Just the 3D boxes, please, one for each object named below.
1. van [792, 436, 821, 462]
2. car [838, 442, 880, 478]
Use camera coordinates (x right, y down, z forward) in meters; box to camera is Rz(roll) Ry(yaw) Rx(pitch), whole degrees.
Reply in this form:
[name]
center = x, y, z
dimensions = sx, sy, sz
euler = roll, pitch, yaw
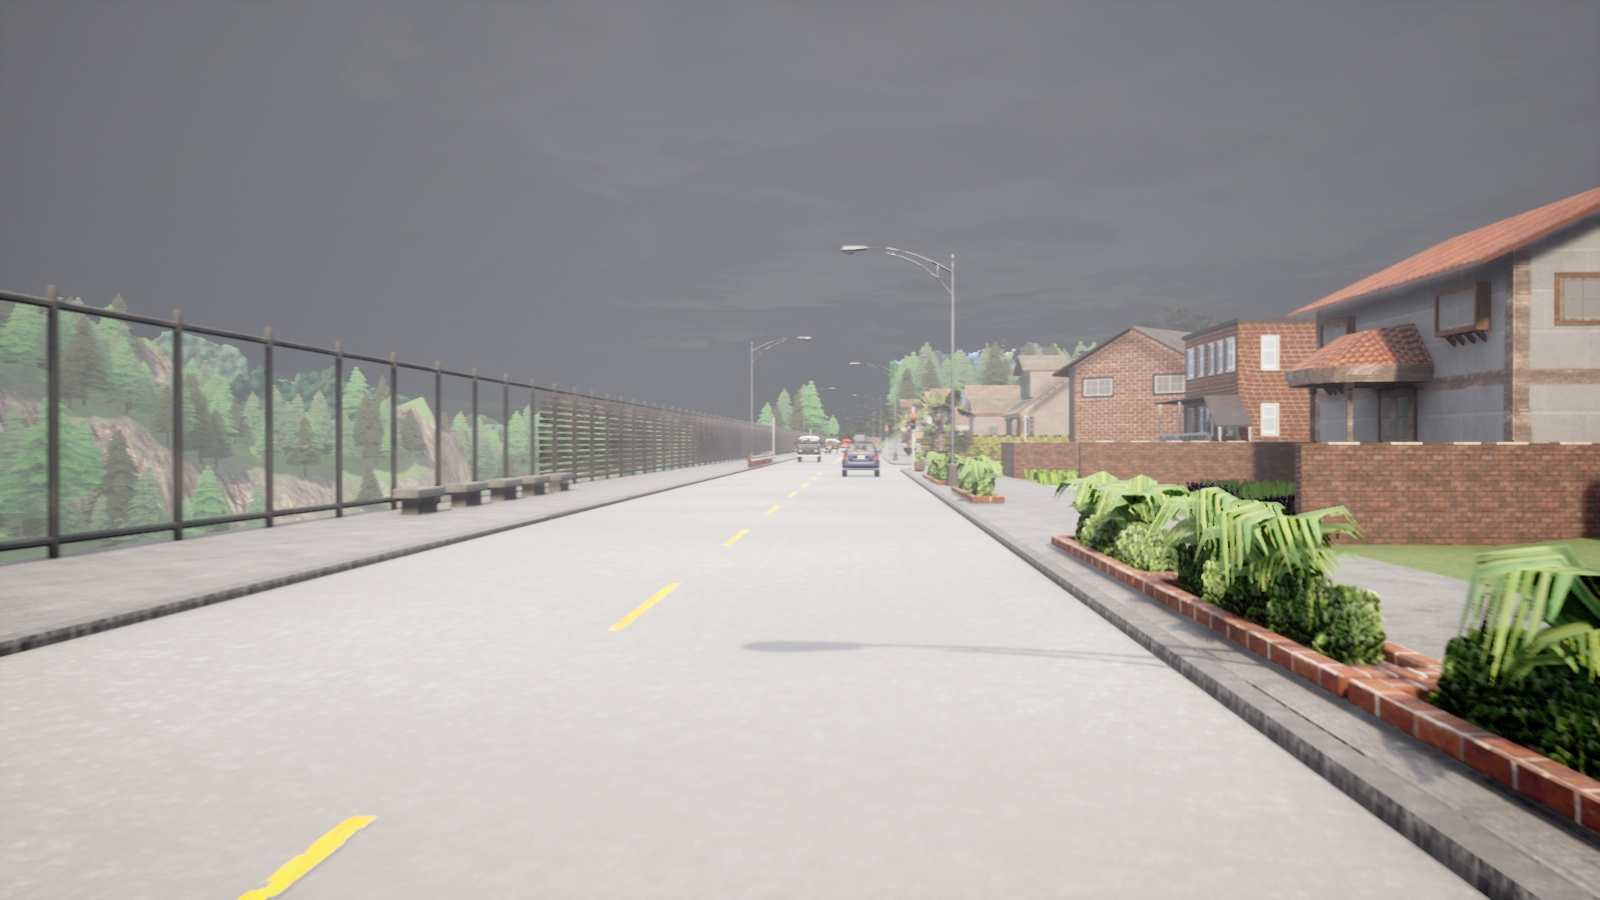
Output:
[van]
center = 0.561, -0.082, 97.859
dimensions = 2.069, 2.038, 4.480
euler = 0, 0, 3
[car]
center = 2.619, 0.412, 56.027
dimensions = 1.789, 1.549, 3.705
euler = 0, 0, 3
